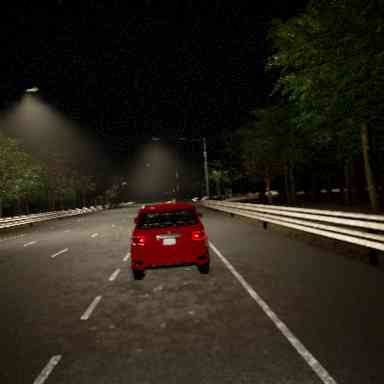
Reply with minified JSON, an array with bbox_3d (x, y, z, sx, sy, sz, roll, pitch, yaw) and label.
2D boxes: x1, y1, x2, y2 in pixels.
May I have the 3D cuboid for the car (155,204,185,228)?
[{"bbox_3d":[-1.806,1.888,27.168,2.128,1.511,4.902,-4,-1,-4],"label":"car"}]

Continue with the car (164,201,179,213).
[{"bbox_3d":[-3.096,2.219,51.142,1.882,1.535,5.008,-5,-1,0],"label":"car"}]

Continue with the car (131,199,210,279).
[{"bbox_3d":[-0.742,1.383,11.045,2.150,2.045,5.566,-4,-1,-4],"label":"car"}]

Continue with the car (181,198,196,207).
[{"bbox_3d":[-0.725,2.240,71.340,1.837,1.490,4.892,-4,-1,14],"label":"car"}]

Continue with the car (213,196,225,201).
[{"bbox_3d":[7.709,1.886,92.635,1.895,1.301,4.718,-5,-1,31],"label":"car"}]
